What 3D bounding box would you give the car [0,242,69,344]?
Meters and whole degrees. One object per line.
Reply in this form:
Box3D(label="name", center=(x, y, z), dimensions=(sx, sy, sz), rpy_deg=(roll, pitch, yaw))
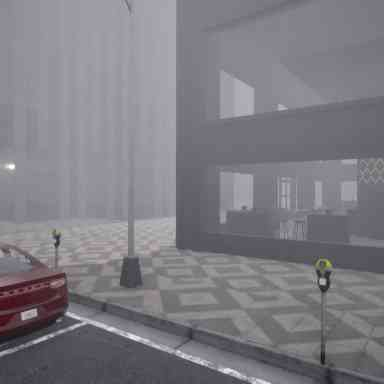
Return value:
Box3D(label="car", center=(-4.044, 1.544, 5.867), dimensions=(4.507, 1.381, 1.887), rpy_deg=(0, 0, 36))
